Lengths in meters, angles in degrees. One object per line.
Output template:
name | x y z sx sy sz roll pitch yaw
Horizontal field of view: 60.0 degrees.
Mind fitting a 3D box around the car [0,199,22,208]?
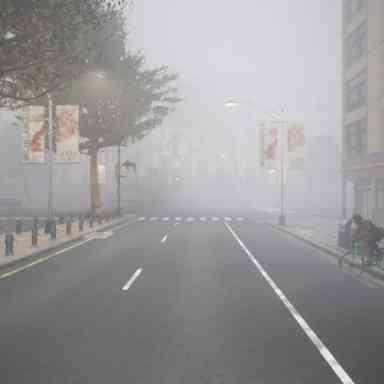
car | -26.996 1.595 47.527 4.718 1.301 1.895 0 0 2

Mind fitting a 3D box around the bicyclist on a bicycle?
bicyclist on a bicycle | 4.563 1.360 8.629 1.656 1.620 0.582 -9 0 2
